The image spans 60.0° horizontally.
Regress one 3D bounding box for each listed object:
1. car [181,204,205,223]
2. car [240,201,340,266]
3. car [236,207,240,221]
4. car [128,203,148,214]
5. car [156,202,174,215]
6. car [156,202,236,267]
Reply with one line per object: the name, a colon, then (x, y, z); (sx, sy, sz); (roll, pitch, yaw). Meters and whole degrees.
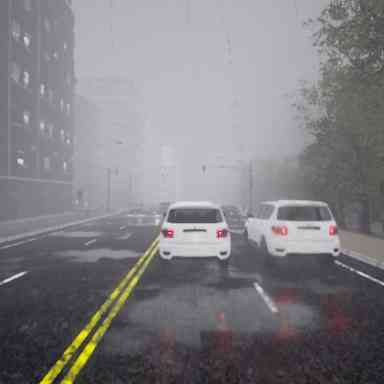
car: (0.071, 1.874, 30.448); (2.033, 1.411, 5.357); (0, -1, 0)
car: (3.336, 1.344, 12.143); (2.150, 2.045, 5.566); (0, -2, 0)
car: (3.321, 1.874, 30.507); (2.033, 1.411, 5.357); (0, -1, 0)
car: (-6.541, 2.047, 41.146); (2.033, 1.411, 5.357); (0, -1, 0)
car: (-3.291, 1.972, 41.086); (1.837, 1.490, 4.892); (0, -1, 0)
car: (0.088, 1.351, 11.995); (2.150, 2.045, 5.566); (0, 0, 0)
